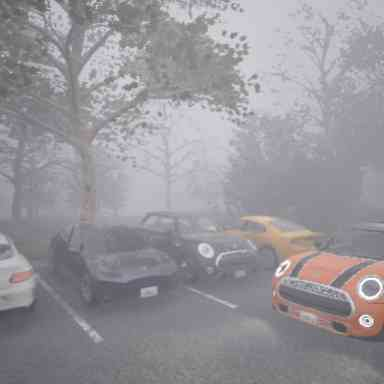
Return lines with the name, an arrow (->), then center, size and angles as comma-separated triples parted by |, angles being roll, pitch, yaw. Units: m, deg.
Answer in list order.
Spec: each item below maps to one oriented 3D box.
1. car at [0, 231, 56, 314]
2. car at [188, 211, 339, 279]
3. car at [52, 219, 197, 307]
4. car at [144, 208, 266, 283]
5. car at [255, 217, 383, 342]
car -> -4.491, 1.522, 6.853 | 2.002, 1.452, 4.674 | 1, 0, -36
car -> 2.173, 1.578, 11.608 | 2.097, 1.535, 5.008 | 1, 0, -36
car -> -2.221, 1.544, 8.441 | 2.163, 1.488, 4.792 | 1, 0, -36
car -> -0.102, 1.420, 10.028 | 2.185, 1.767, 4.553 | 1, 0, -36
car -> 3.670, 1.432, 6.641 | 4.553, 1.767, 2.097 | 1, -1, -36
